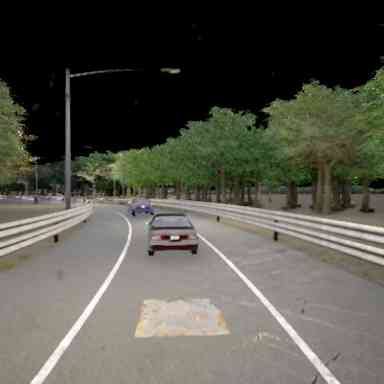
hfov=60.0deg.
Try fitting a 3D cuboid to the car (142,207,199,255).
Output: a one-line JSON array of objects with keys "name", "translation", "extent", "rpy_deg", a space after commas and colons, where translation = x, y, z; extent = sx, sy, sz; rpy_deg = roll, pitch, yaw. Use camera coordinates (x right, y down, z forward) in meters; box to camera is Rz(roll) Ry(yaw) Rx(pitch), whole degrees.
[{"name": "car", "translation": [-0.893, 1.563, 13.528], "extent": [2.033, 1.411, 5.357], "rpy_deg": [0, 0, -7]}]

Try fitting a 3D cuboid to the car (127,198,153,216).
[{"name": "car", "translation": [-5.212, 1.417, 33.269], "extent": [2.097, 1.767, 4.553], "rpy_deg": [0, 0, -17]}]
